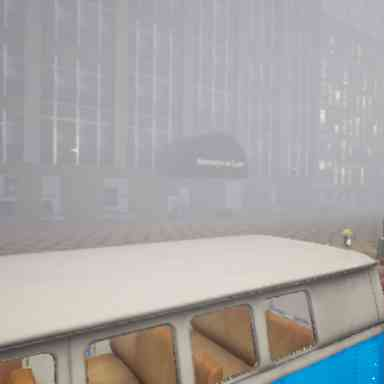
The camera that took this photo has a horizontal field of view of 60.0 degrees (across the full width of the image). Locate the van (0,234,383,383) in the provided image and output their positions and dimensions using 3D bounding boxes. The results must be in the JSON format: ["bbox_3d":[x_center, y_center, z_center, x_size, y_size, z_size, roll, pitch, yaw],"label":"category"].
[{"bbox_3d":[-0.297,1.293,2.294,3.998,1.788,1.690,0,1,-34],"label":"van"}]
